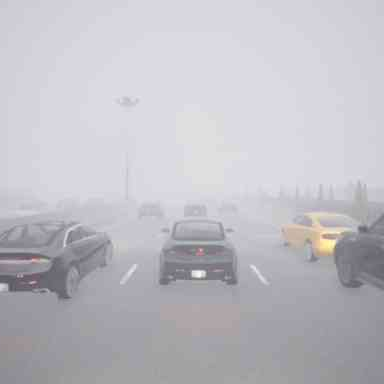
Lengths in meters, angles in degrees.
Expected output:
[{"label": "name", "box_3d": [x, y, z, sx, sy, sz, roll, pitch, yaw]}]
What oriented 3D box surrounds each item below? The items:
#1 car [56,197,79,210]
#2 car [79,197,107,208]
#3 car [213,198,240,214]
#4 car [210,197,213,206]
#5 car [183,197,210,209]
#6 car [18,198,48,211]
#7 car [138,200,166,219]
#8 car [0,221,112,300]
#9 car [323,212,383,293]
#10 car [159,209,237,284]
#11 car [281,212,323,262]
[{"label": "car", "box_3d": [-14.388, 1.317, 38.902, 2.128, 1.511, 4.902, 0, 0, -5]}, {"label": "car", "box_3d": [-10.735, 1.349, 37.035, 1.837, 1.490, 4.892, 0, 0, -5]}, {"label": "car", "box_3d": [3.623, 1.420, 34.140, 1.812, 1.442, 4.674, 0, 0, -2]}, {"label": "car", "box_3d": [2.391, 1.409, 47.529, 1.994, 1.385, 4.181, 0, 0, -10]}, {"label": "car", "box_3d": [0.274, 1.383, 27.917, 1.882, 1.535, 5.008, 0, 0, 0]}, {"label": "car", "box_3d": [-17.771, 1.385, 37.355, 1.994, 1.385, 4.181, 0, 0, -5]}, {"label": "car", "box_3d": [-3.227, 1.389, 27.357, 2.128, 1.511, 4.902, 0, 0, 0]}, {"label": "car", "box_3d": [-3.351, 1.453, 8.260, 2.128, 1.511, 4.902, 0, 0, 0]}, {"label": "car", "box_3d": [4.584, 1.216, 5.990, 2.150, 2.045, 5.566, 0, 0, 0]}, {"label": "car", "box_3d": [0.159, 1.473, 9.456, 1.837, 1.490, 4.892, 0, 0, 0]}, {"label": "car", "box_3d": [4.627, 1.450, 11.961, 1.882, 1.535, 5.008, 0, 0, 0]}]
